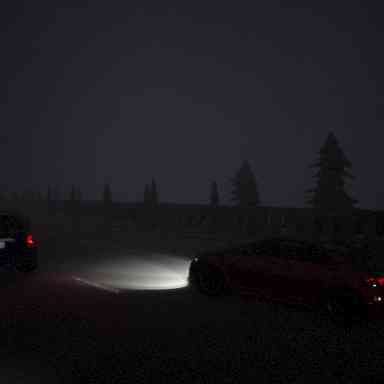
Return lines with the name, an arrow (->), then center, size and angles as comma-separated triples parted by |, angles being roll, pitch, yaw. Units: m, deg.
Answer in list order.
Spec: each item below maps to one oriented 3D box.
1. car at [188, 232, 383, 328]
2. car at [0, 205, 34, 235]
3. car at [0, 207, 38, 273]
car -> 1.969, 1.569, 7.106 | 4.181, 1.385, 1.994 | 0, 0, 37
car -> -10.892, 1.546, 19.217 | 1.994, 1.385, 4.181 | 0, 0, -43
car -> -6.313, 1.337, 9.598 | 4.553, 1.767, 2.097 | 0, 0, 43
